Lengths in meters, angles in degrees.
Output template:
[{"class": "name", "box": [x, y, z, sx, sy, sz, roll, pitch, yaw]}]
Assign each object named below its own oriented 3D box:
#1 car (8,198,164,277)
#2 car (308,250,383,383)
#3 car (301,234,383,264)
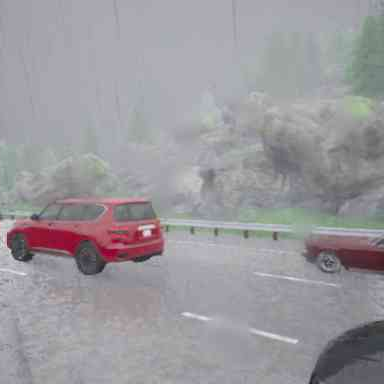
[{"class": "car", "box": [-3.448, 1.203, 10.449, 5.566, 2.045, 2.150, 0, 0, 33]}, {"class": "car", "box": [3.129, 1.474, 1.667, 4.902, 1.511, 2.128, 0, 0, 36]}, {"class": "car", "box": [5.396, 1.556, 8.681, 4.718, 1.301, 1.895, 0, 0, 35]}]
